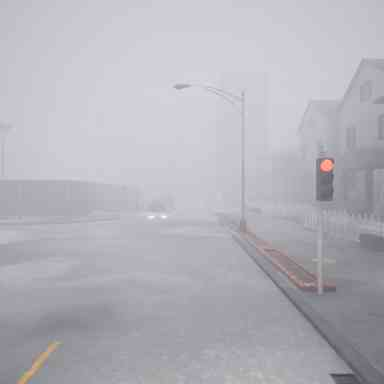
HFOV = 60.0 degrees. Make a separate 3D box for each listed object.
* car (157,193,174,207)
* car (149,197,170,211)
[{"bbox_3d":[-4.057,1.221,51.590,2.150,2.045,5.566,0,0,1],"label":"car"},{"bbox_3d":[-4.083,1.601,40.949,1.895,1.301,4.718,0,0,0],"label":"car"}]
